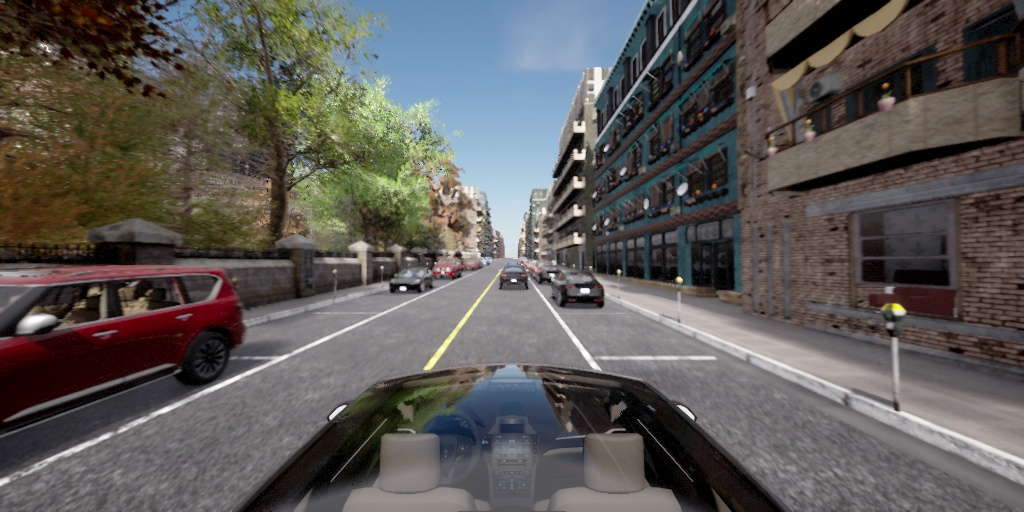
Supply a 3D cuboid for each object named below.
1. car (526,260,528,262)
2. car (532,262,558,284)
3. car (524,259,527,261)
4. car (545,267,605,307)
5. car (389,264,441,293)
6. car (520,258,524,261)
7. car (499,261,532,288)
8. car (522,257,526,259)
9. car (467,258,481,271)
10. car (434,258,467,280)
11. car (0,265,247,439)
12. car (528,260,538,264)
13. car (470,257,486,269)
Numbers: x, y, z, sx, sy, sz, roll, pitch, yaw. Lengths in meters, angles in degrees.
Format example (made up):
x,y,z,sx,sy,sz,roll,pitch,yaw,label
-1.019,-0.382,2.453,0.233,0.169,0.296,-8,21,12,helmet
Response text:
x,y,z,sx,sy,sz,roll,pitch,yaw,label
2.705,1.317,37.432,1.888,1.381,4.507,0,0,0,car
2.701,1.331,26.387,1.948,1.339,4.313,0,0,0,car
2.708,1.301,43.127,1.751,1.417,4.829,0,0,0,car
2.695,1.324,15.339,1.948,1.339,4.313,0,0,0,car
-5.682,1.326,20.867,1.948,1.339,4.313,0,0,0,car
0.116,1.341,46.141,1.994,1.385,4.181,0,0,0,car
0.108,1.289,23.498,1.812,1.442,4.674,0,0,0,car
2.710,1.218,48.481,1.967,1.591,4.097,0,0,0,car
-5.671,1.322,48.484,1.888,1.381,4.507,0,0,0,car
-5.678,1.082,31.914,2.192,1.841,5.009,0,0,0,car
-5.689,1.065,4.297,2.192,1.841,5.009,0,0,0,car
2.703,1.208,31.910,1.967,1.591,4.097,0,0,0,car
-5.669,1.096,54.007,2.192,1.841,5.009,0,0,0,car
